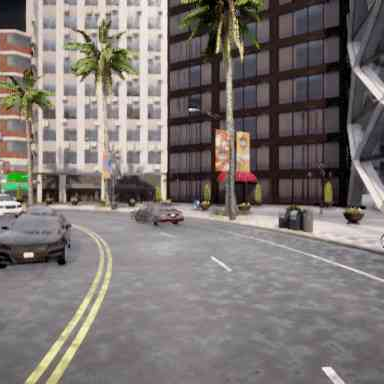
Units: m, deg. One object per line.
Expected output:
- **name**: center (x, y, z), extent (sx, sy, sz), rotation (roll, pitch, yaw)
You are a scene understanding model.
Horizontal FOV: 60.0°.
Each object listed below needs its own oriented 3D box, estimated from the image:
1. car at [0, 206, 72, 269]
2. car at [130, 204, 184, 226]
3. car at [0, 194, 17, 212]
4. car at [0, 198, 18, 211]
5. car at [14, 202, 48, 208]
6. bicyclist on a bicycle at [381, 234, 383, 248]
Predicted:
- **car**: center (-5.267, 1.465, 11.543), extent (1.882, 1.535, 5.008), rotation (0, 0, -18)
- **car**: center (-2.561, 1.521, 23.330), extent (2.033, 1.411, 5.357), rotation (0, 0, -32)
- **car**: center (-16.602, 1.190, 28.428), extent (5.566, 2.045, 2.150), rotation (0, 0, 39)
- **car**: center (-23.673, 1.481, 40.649), extent (4.674, 1.442, 1.812), rotation (0, 0, 24)
- **car**: center (-9.575, 1.503, 20.644), extent (1.812, 1.442, 4.674), rotation (0, 0, -35)
- **bicyclist on a bicycle**: center (7.504, 1.287, 11.980), extent (1.656, 1.620, 0.582), rotation (0, 0, -12)
